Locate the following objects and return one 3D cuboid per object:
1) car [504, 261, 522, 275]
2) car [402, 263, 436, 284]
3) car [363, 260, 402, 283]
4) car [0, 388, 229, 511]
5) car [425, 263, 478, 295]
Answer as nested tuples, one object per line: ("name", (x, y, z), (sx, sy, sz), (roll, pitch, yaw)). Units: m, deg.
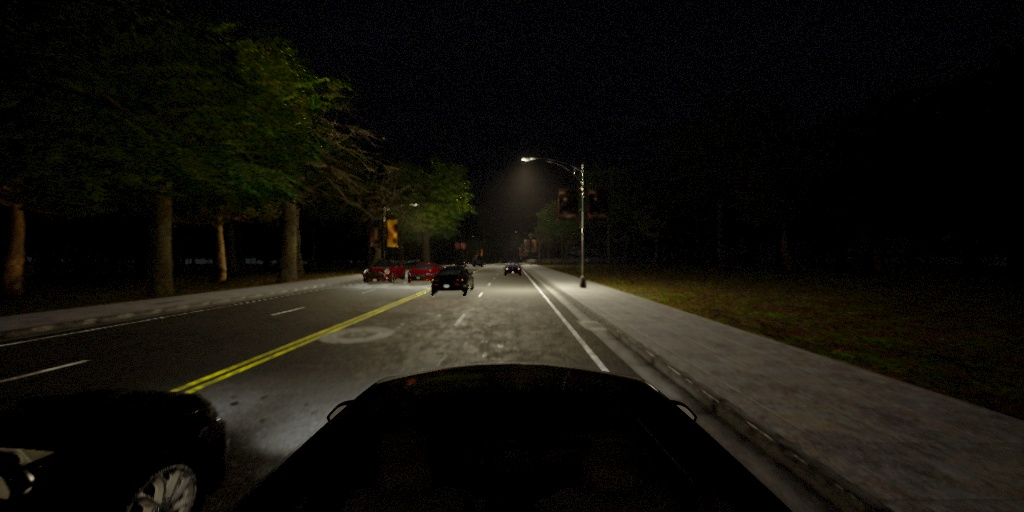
("car", (0.098, 1.417, 39.938), (1.895, 1.301, 4.718), (0, 0, 0))
("car", (-6.598, 1.258, 27.683), (1.882, 1.535, 5.008), (0, 0, 0))
("car", (-9.846, 1.133, 27.964), (2.097, 1.767, 4.553), (0, 0, 0))
("car", (-3.150, 1.255, 0.824), (1.837, 1.490, 4.892), (0, 0, 0))
("car", (-3.151, 1.289, 19.559), (1.812, 1.442, 4.674), (0, 0, 0))
